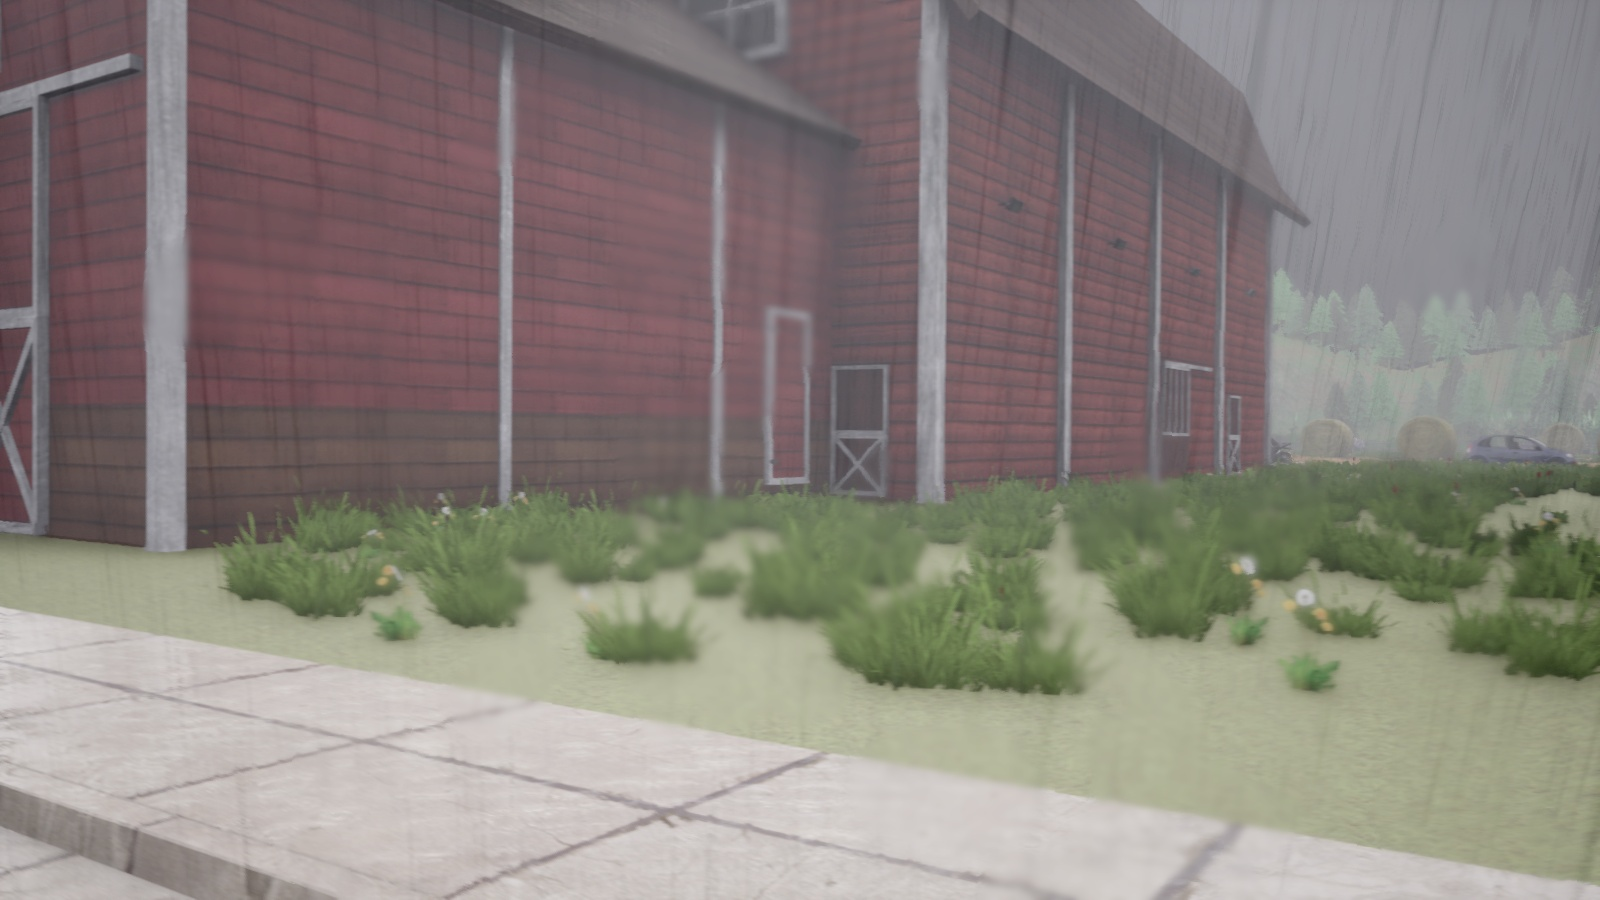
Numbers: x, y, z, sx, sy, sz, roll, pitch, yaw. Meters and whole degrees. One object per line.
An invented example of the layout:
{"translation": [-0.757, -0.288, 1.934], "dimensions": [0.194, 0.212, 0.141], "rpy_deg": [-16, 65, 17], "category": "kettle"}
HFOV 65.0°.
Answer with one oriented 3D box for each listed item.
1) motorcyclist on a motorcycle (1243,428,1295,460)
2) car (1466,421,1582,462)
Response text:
{"translation": [22.431, -0.303, 60.037], "dimensions": [2.191, 1.530, 0.866], "rpy_deg": [1, 1, 34], "category": "motorcyclist on a motorcycle"}
{"translation": [29.485, -0.363, 51.152], "dimensions": [3.988, 1.617, 1.851], "rpy_deg": [0, 1, 34], "category": "car"}
